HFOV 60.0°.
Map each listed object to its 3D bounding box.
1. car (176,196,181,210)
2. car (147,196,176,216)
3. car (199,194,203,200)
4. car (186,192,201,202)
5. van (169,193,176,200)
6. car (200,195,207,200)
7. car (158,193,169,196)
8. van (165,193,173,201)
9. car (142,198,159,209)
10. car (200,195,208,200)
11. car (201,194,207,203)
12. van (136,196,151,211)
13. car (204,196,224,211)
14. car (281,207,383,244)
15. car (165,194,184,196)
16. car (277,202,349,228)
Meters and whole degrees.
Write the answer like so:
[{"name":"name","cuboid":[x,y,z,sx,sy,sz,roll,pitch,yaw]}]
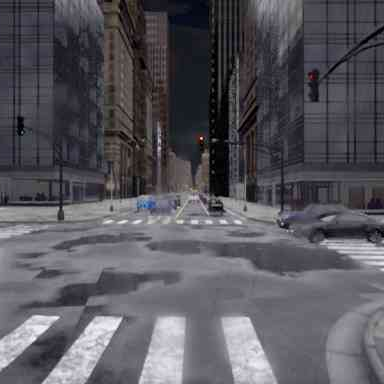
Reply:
[{"name":"car","cuboid":[-2.887,1.531,42.952,1.994,1.385,4.181,0,0,1]},{"name":"car","cuboid":[-2.956,1.457,32.993,1.882,1.535,5.008,0,0,0]},{"name":"car","cuboid":[3.002,1.462,68.689,1.887,1.381,4.507,0,0,0]},{"name":"car","cuboid":[0.356,1.133,72.254,2.150,2.045,5.566,0,0,0]},{"name":"van","cuboid":[-5.396,1.196,91.327,1.690,1.788,3.998,0,0,0]},{"name":"car","cuboid":[3.127,1.405,91.284,2.008,1.369,4.403,0,0,0]},{"name":"car","cuboid":[-5.584,1.383,57.436,1.967,1.590,4.097,0,0,0]},{"name":"van","cuboid":[-5.459,1.228,80.030,1.690,1.788,3.998,0,0,0]},{"name":"car","cuboid":[-5.648,1.545,46.139,1.802,1.307,4.206,0,0,0]},{"name":"car","cuboid":[3.096,1.452,85.636,1.802,1.307,4.206,0,0,0]},{"name":"car","cuboid":[2.940,1.524,57.391,1.802,1.307,4.206,0,0,0]},{"name":"van","cuboid":[-5.678,1.312,40.489,1.690,1.788,3.998,0,0,0]},{"name":"car","cuboid":[2.846,1.536,40.443,1.947,1.339,4.313,0,0,0]},{"name":"car","cuboid":[6.980,1.629,15.903,4.674,1.442,1.812,2,0,-9]},{"name":"car","cuboid":[-2.760,1.498,53.305,2.033,1.411,5.357,0,0,1]},{"name":"car","cuboid":[7.497,1.484,20.164,4.553,1.767,2.097,1,0,7]}]
